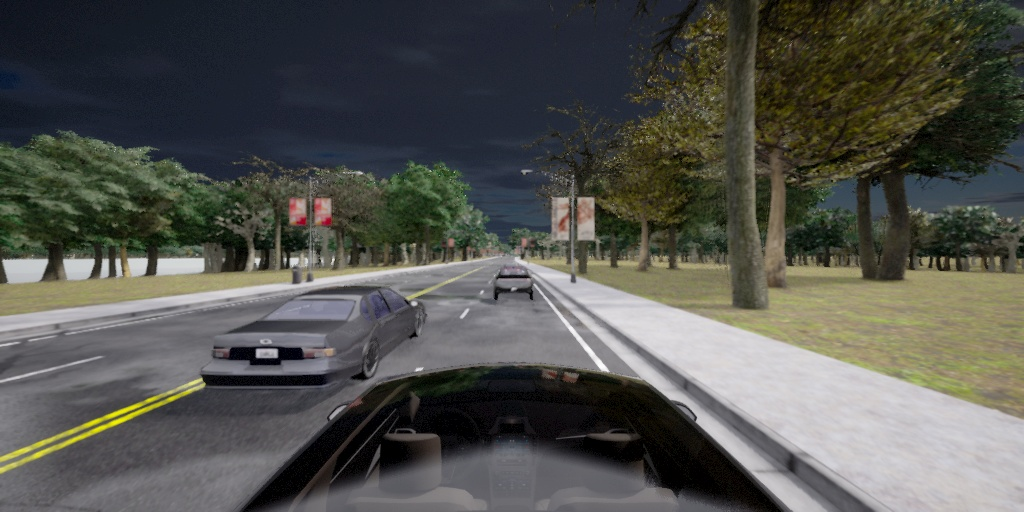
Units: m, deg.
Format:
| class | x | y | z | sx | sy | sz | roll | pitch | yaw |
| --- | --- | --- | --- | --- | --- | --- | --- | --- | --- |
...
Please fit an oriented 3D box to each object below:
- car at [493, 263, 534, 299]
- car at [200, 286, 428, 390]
| class | x | y | z | sx | sy | sz | roll | pitch | yaw |
| --- | --- | --- | --- | --- | --- | --- | --- | --- | --- |
| car | 0.076 | 1.242 | 17.851 | 2.128 | 1.511 | 4.902 | 0 | 0 | 0 |
| car | -3.153 | 1.297 | 7.116 | 2.033 | 1.411 | 5.357 | 0 | 0 | 0 |
